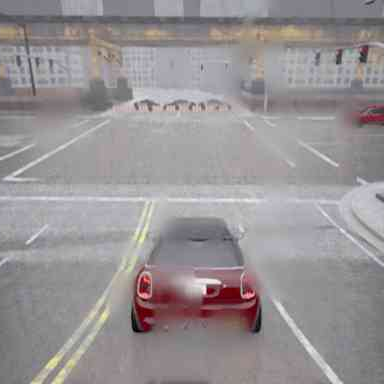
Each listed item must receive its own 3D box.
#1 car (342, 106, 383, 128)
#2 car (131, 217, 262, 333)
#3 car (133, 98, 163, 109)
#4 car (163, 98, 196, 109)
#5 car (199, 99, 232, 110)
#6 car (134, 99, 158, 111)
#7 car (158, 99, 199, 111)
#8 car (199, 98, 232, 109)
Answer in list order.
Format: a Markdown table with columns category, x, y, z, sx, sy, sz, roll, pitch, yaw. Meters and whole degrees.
| category | x | y | z | sx | sy | sz | roll | pitch | yaw |
| --- | --- | --- | --- | --- | --- | --- | --- | --- | --- |
| car | 18.288 | -7.623 | 33.616 | 5.566 | 2.045 | 2.150 | 0 | 20 | 1 |
| car | 0.077 | 1.315 | 7.141 | 2.097 | 1.767 | 4.553 | 0 | 5 | 0 |
| car | -6.522 | -13.042 | 49.100 | 4.536 | 1.218 | 1.853 | 18 | 27 | 42 |
| car | -1.836 | -13.009 | 49.012 | 4.536 | 1.218 | 1.853 | -13 | 23 | -33 |
| car | 3.504 | -13.073 | 49.673 | 4.974 | 1.542 | 2.038 | 11 | 22 | 28 |
| car | -6.485 | -12.881 | 49.118 | 4.974 | 1.542 | 2.038 | 18 | 27 | 42 |
| car | -1.878 | -12.850 | 49.036 | 4.974 | 1.542 | 2.038 | -13 | 23 | -33 |
| car | 3.459 | -13.230 | 49.644 | 4.536 | 1.218 | 1.853 | 11 | 22 | 28 |
